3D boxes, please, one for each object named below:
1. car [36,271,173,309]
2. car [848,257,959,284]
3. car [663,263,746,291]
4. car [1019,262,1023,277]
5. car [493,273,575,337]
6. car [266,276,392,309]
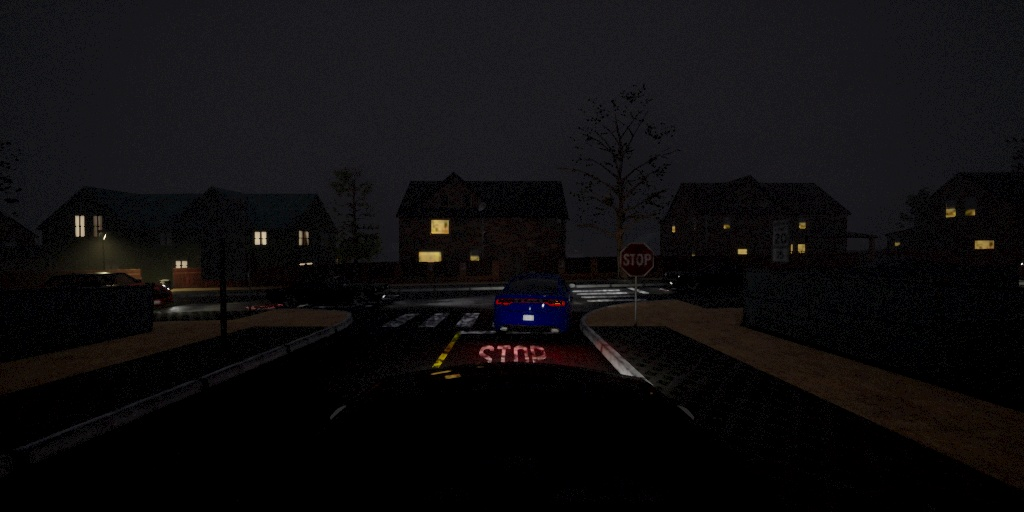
[{"bbox_3d":[-17.736,1.494,15.647,4.553,1.767,2.097,-1,1,0],"label":"car"},{"bbox_3d":[20.062,0.753,18.605,5.357,1.411,2.033,-1,1,0],"label":"car"},{"bbox_3d":[10.416,1.034,18.572,4.718,1.301,1.895,-1,1,-1],"label":"car"},{"bbox_3d":[29.572,0.334,18.593,4.553,1.767,2.097,-1,1,0],"label":"car"},{"bbox_3d":[0.789,1.226,10.440,1.882,1.535,5.008,0,0,10],"label":"car"},{"bbox_3d":[-7.807,1.506,15.651,4.718,1.301,1.895,-1,1,0],"label":"car"}]
